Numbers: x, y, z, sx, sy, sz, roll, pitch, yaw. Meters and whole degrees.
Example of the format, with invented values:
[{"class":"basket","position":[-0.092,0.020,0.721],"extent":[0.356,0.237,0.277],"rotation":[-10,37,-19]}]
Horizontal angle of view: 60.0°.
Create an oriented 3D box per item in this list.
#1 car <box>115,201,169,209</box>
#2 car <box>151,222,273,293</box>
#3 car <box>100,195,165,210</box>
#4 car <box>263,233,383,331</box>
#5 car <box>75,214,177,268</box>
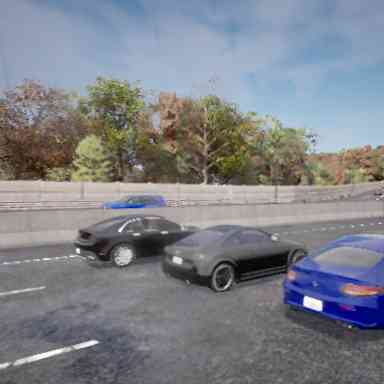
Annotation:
[{"class":"car","position":[-2.886,1.583,23.430],"extent":[4.181,1.385,1.994],"rotation":[0,0,-35]},{"class":"car","position":[1.296,1.574,8.970],"extent":[4.181,1.385,1.994],"rotation":[0,0,-36]},{"class":"car","position":[-4.609,1.242,26.499],"extent":[5.566,2.045,2.150],"rotation":[0,0,-35]},{"class":"car","position":[3.714,1.537,6.401],"extent":[4.674,1.442,1.812],"rotation":[0,0,-35]},{"class":"car","position":[-1.416,1.513,11.338],"extent":[4.892,1.490,1.837],"rotation":[0,0,-36]}]
